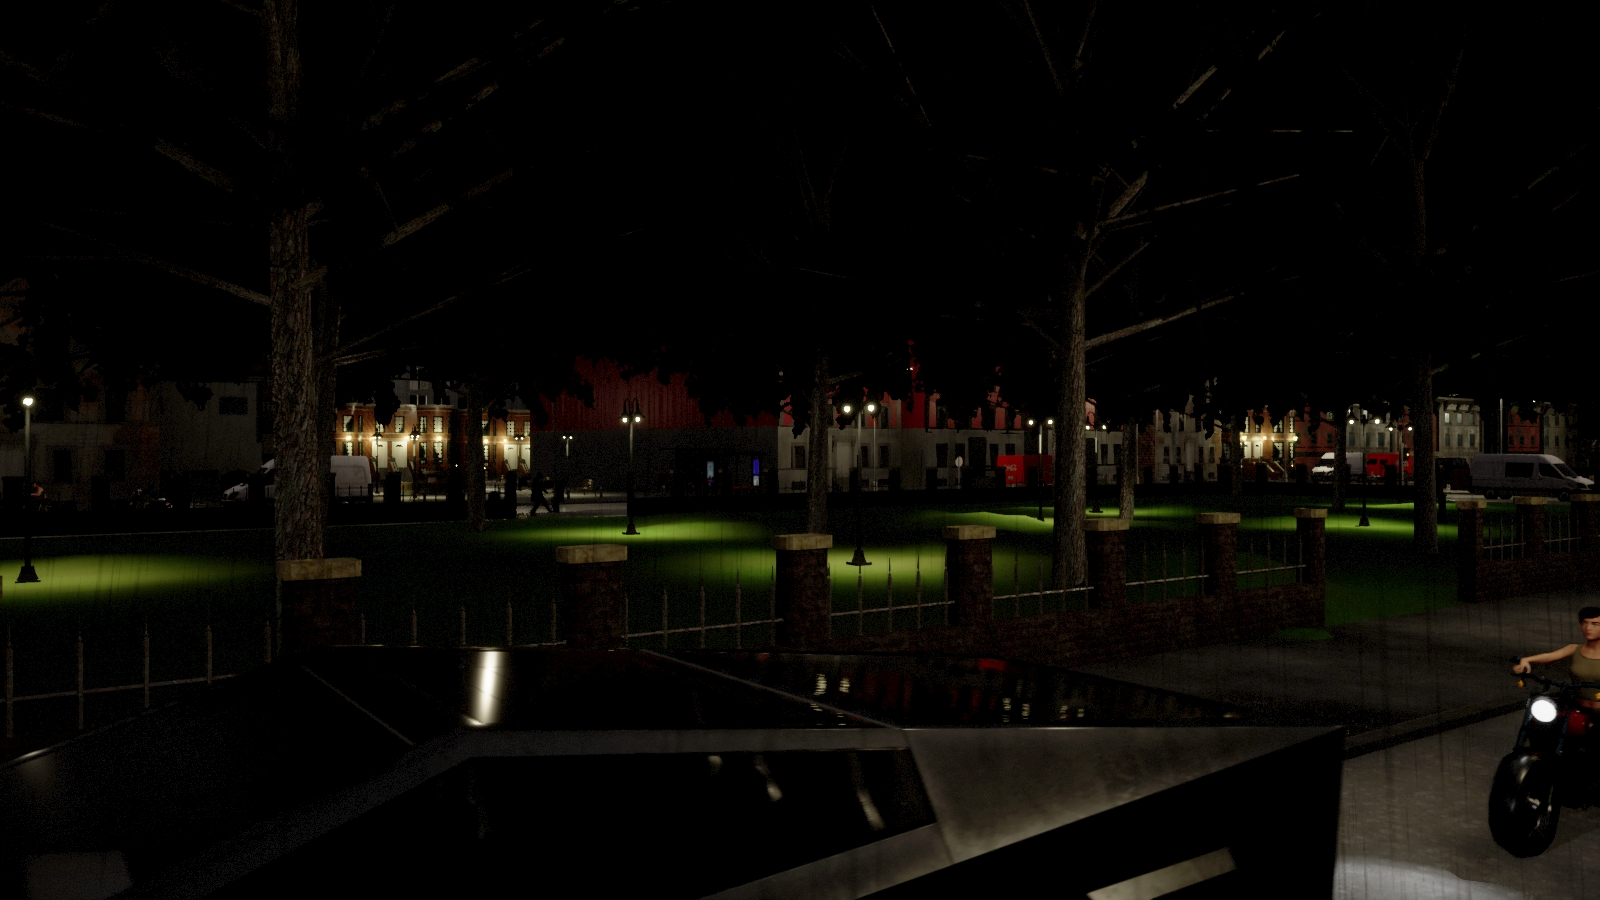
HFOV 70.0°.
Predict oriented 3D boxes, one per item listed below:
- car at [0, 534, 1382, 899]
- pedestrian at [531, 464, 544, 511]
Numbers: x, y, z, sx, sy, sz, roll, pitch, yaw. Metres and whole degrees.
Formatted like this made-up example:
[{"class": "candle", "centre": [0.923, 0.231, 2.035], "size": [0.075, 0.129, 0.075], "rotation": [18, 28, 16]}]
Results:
[{"class": "car", "centre": [-0.913, 1.532, 3.774], "size": [6.274, 2.098, 2.390], "rotation": [0, 0, -35]}, {"class": "pedestrian", "centre": [-10.651, 1.517, 46.385], "size": [0.375, 1.860, 0.375], "rotation": [0, 0, -35]}]
